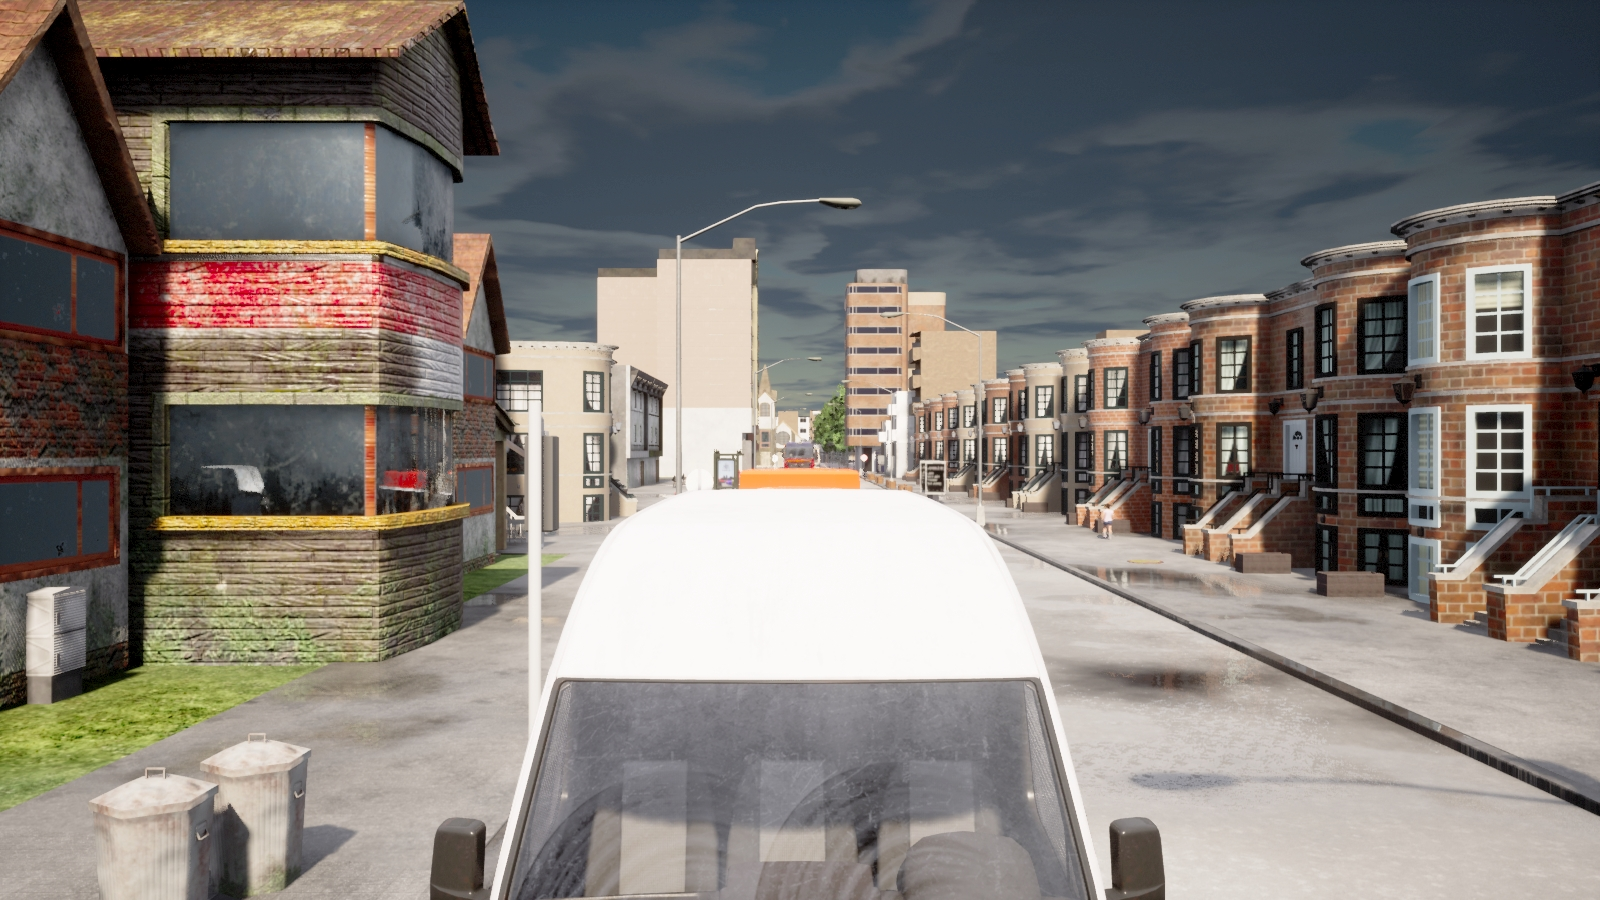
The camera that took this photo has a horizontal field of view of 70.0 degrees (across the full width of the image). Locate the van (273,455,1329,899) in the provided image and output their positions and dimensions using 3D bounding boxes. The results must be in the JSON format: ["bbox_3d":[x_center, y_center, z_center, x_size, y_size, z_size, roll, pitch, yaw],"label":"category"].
[{"bbox_3d":[-0.003,1.314,5.110,1.988,2.561,5.915,0,0,0],"label":"van"}]

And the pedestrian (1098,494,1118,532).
[{"bbox_3d":[9.295,1.903,34.483,0.500,1.100,0.500,0,0,5],"label":"pedestrian"}]
